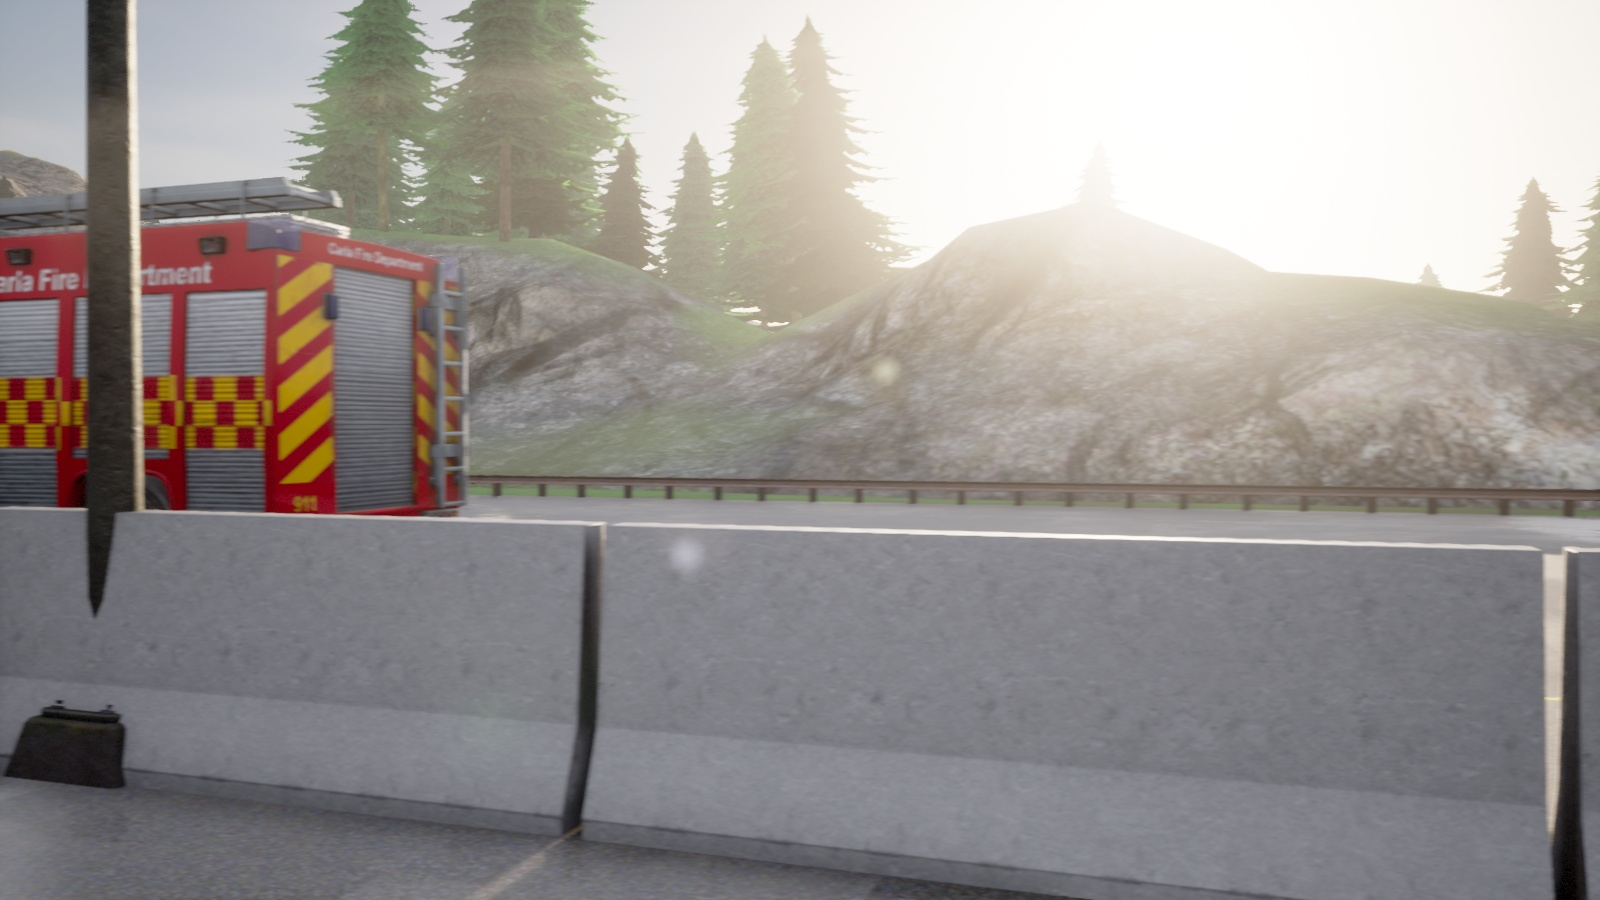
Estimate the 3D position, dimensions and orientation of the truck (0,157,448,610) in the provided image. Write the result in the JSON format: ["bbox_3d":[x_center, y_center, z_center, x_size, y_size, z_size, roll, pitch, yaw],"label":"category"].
[{"bbox_3d":[-8.219,-0.626,13.326,8.468,3.827,2.891,1,1,19],"label":"truck"}]
